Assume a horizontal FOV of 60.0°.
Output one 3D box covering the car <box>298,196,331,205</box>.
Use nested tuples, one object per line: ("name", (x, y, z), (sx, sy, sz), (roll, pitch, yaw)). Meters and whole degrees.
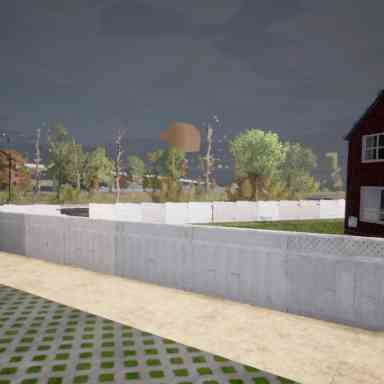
("car", (15.334, 1.142, 41.308), (4.181, 1.385, 1.994), (0, 2, -18))
